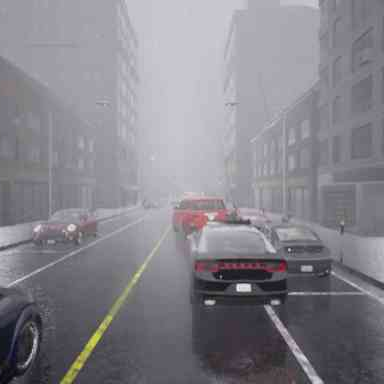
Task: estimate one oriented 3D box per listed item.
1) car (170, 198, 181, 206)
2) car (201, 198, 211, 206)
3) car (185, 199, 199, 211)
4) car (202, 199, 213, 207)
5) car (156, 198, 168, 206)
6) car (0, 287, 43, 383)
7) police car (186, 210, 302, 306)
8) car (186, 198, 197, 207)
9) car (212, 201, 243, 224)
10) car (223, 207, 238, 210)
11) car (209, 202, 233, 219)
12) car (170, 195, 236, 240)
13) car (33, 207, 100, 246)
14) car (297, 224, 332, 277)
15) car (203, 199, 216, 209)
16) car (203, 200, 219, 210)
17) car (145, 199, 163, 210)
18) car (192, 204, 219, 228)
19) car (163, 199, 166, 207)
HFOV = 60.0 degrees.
[{"bbox_3d":[-3.016,1.890,63.158,1.882,1.535,5.008,0,-1,0],"label":"car"},{"bbox_3d":[2.735,1.971,65.204,1.887,1.381,4.507,-1,0,0],"label":"car"},{"bbox_3d":[0.007,1.802,46.449,1.837,1.490,4.892,0,0,1],"label":"car"},{"bbox_3d":[2.737,1.933,59.698,1.887,1.381,4.507,-1,0,0],"label":"car"},{"bbox_3d":[-5.790,1.971,65.202,1.887,1.381,4.507,-1,0,0],"label":"car"},{"bbox_3d":[-3.001,1.581,2.803,1.994,1.385,4.181,0,0,0],"label":"car"},{"bbox_3d":[0.897,1.476,8.364,1.930,1.638,5.238,0,0,0],"label":"police car"},{"bbox_3d":[-0.015,1.862,59.093,1.882,1.535,5.008,0,0,0],"label":"car"},{"bbox_3d":[2.744,1.607,26.669,1.967,1.590,4.097,-1,0,0],"label":"car"},{"bbox_3d":[2.748,1.641,15.658,1.887,1.381,4.507,-1,0,0],"label":"car"},{"bbox_3d":[2.744,1.747,32.173,1.887,1.381,4.507,-1,0,0],"label":"car"},{"bbox_3d":[0.330,1.322,18.047,2.150,2.045,5.566,-1,-1,-12],"label":"car"},{"bbox_3d":[-5.778,1.536,15.657,1.967,1.590,4.097,-1,0,0],"label":"car"},{"bbox_3d":[2.750,1.613,10.153,2.008,1.369,4.403,-1,0,0],"label":"car"},{"bbox_3d":[2.738,1.895,54.193,1.887,1.381,4.507,-1,0,0],"label":"car"},{"bbox_3d":[2.740,1.878,48.688,1.947,1.339,4.313,-1,0,0],"label":"car"},{"bbox_3d":[-5.787,1.753,48.687,1.967,1.590,4.097,-1,0,0],"label":"car"},{"bbox_3d":[0.894,1.677,24.255,1.812,1.442,4.674,0,0,0],"label":"car"},{"bbox_3d":[-5.787,1.916,54.191,1.947,1.339,4.313,-1,0,0],"label":"car"}]
